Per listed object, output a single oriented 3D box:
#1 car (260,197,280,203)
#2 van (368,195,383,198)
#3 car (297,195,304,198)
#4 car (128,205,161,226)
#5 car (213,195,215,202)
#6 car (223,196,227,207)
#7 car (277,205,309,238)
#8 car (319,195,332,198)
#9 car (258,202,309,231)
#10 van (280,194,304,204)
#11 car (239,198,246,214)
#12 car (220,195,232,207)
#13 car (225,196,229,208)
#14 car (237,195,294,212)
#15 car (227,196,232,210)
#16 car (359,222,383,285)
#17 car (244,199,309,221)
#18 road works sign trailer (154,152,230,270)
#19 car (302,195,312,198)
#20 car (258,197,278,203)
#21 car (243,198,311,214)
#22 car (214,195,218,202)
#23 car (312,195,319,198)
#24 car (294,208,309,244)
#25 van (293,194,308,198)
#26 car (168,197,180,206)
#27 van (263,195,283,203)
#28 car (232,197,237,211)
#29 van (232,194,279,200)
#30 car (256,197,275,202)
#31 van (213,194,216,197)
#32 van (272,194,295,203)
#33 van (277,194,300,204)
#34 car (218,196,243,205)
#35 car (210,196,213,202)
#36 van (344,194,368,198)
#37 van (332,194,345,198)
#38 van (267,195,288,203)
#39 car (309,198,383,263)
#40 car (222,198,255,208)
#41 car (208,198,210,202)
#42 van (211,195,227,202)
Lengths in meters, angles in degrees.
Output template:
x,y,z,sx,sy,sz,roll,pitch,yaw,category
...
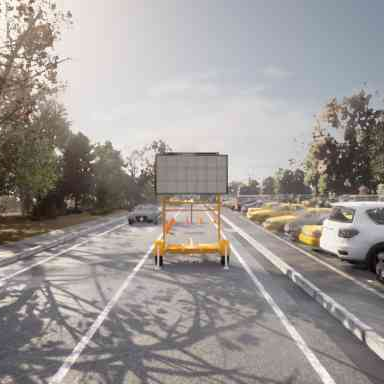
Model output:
x,y,z,sx,sy,sz,roll,pitch,yaw,category
20.545,2.035,87.627,4.892,1.521,2.231,0,-1,0,car
19.995,1.310,32.235,4.442,1.987,1.878,0,0,0,van
20.286,1.692,54.534,4.674,1.452,2.002,0,0,0,car
-3.321,1.606,23.882,1.994,1.385,4.181,0,0,0,car
7.288,1.719,65.728,5.008,1.535,2.097,0,0,0,car
7.108,1.645,46.296,4.792,1.488,2.163,0,0,0,car
6.896,1.563,15.770,4.892,1.521,2.231,0,0,0,car
20.165,1.341,43.330,5.566,2.045,2.435,0,0,0,car
6.727,1.550,18.547,5.366,1.575,1.946,0,0,0,car
20.512,1.500,68.386,4.442,1.987,1.878,0,0,0,van
6.996,1.536,29.639,4.892,1.521,2.231,0,0,0,car
6.974,1.627,49.073,5.366,1.575,1.946,0,0,0,car
7.085,1.630,43.520,4.792,1.488,2.163,0,0,0,car
7.056,1.418,32.418,4.553,1.767,2.185,0,0,0,car
7.063,1.615,40.744,4.792,1.488,2.163,0,0,0,car
6.828,1.590,7.441,5.008,1.535,2.097,0,0,0,car
6.773,1.533,24.220,5.366,1.575,1.946,0,0,0,car
-0.017,0.480,11.138,2.380,3.560,2.880,0,0,-1,road works sign trailer
20.255,1.637,51.640,5.008,1.535,2.097,0,0,0,car
20.568,2.093,90.397,5.008,1.535,2.097,0,-1,0,car
7.165,1.530,26.870,5.366,1.575,1.946,0,0,0,car
7.041,1.672,57.401,5.366,1.575,1.946,0,0,0,car
20.187,1.356,46.100,5.566,2.045,2.435,0,0,0,car
7.053,1.568,12.992,5.366,1.575,1.946,0,0,0,car
20.422,1.441,57.305,4.442,1.987,1.878,0,0,0,van
-3.052,1.663,58.370,1.882,1.535,5.008,0,0,0,car
20.646,1.749,84.862,4.442,1.987,1.878,0,-1,0,van
7.076,1.586,35.191,4.792,1.488,2.163,0,0,0,car
7.186,1.345,37.968,4.442,1.987,1.878,0,0,0,van
20.592,2.155,93.292,5.008,1.535,2.097,0,-1,0,car
7.222,1.523,71.282,4.442,1.987,1.878,0,0,0,van
20.324,1.530,73.935,4.442,1.987,1.878,0,-1,0,van
20.533,1.514,71.031,4.442,1.987,1.878,0,0,0,van
7.240,1.579,62.953,4.553,1.767,2.185,0,0,0,car
7.389,1.513,74.057,5.566,2.045,2.435,0,0,0,car
20.264,1.337,37.789,4.442,1.987,1.878,0,0,0,van
20.054,1.352,40.561,4.442,1.987,1.878,0,0,0,van
20.367,1.630,79.326,4.442,1.987,1.878,0,-1,0,van
6.873,1.329,10.216,5.566,2.045,2.435,0,0,0,car
7.188,1.646,51.848,4.892,1.521,2.231,0,0,0,car
7.501,2.105,90.689,5.008,1.535,2.097,0,-1,0,car
7.635,1.939,93.469,4.442,1.987,1.878,0,-1,0,van
